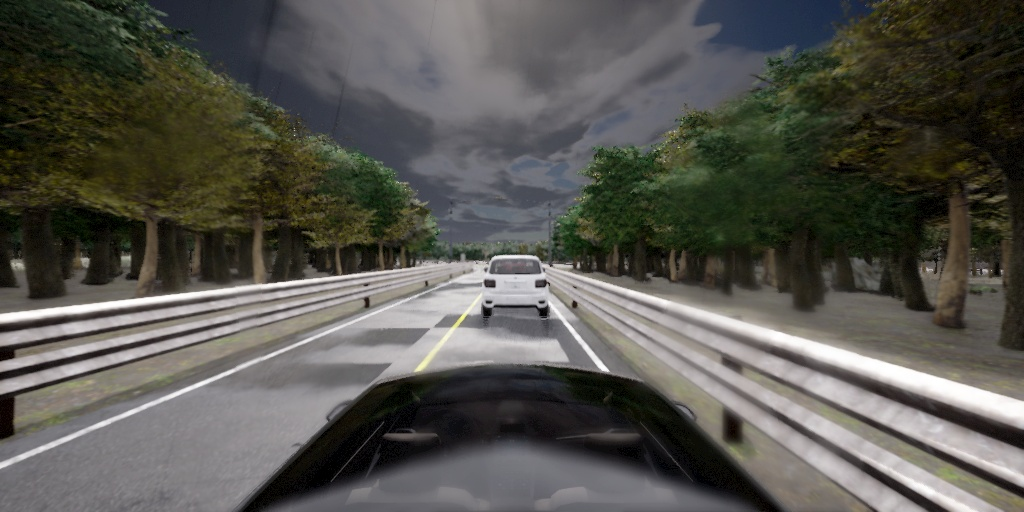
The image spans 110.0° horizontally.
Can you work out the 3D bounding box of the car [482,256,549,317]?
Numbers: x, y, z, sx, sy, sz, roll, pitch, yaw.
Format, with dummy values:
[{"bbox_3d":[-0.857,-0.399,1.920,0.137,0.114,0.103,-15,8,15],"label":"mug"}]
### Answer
[{"bbox_3d":[0.105,1.006,13.434,2.150,2.045,5.566,0,0,0],"label":"car"}]
